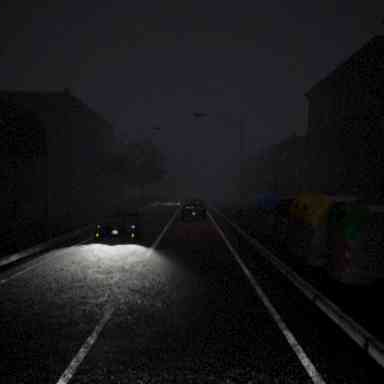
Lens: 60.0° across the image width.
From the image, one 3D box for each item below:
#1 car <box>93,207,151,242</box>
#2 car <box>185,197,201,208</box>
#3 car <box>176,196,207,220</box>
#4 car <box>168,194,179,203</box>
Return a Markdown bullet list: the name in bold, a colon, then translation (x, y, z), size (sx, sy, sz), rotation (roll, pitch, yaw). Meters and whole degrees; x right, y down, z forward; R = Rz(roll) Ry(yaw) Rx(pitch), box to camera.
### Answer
- **car**: translation (-3.079, 1.401, 15.309), size (1.994, 1.385, 4.181), rotation (1, 0, 0)
- **car**: translation (0.146, 1.306, 43.083), size (1.895, 1.301, 4.718), rotation (1, 0, 0)
- **car**: translation (0.132, 1.287, 25.767), size (2.128, 1.511, 4.902), rotation (1, 0, 0)
- **car**: translation (-2.987, 1.137, 57.272), size (1.812, 1.442, 4.674), rotation (1, 0, 1)
